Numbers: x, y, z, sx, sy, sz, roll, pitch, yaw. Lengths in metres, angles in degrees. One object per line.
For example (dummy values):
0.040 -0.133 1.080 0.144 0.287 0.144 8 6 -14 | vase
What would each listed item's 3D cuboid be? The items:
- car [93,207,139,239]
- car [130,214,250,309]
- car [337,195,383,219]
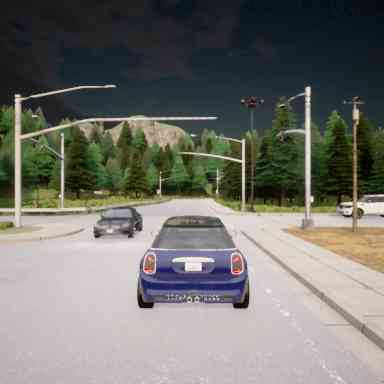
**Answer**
-3.744 1.525 17.480 1.812 1.442 4.674 0 0 0 | car
0.042 1.348 8.050 2.097 1.767 4.553 0 0 0 | car
15.541 1.248 28.654 5.566 2.045 2.150 0 0 1 | car
